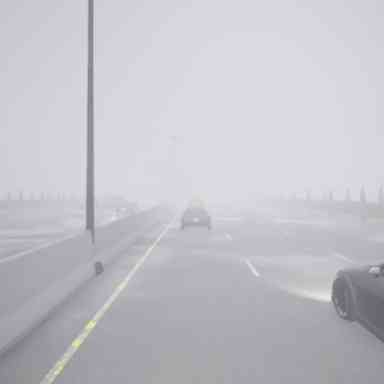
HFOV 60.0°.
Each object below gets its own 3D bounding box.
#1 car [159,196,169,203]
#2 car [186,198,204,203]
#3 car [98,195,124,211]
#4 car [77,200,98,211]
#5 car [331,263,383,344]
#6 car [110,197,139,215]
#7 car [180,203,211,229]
[{"bbox_3d":[-6.425,1.671,76.319,2.097,1.767,4.553,0,0,0],"label":"car"},{"bbox_3d":[0.395,1.527,39.937,2.097,1.767,4.553,0,0,0],"label":"car"},{"bbox_3d":[-10.250,1.408,44.247,2.150,2.045,5.566,0,-1,1],"label":"car"},{"bbox_3d":[-13.743,1.732,44.881,2.033,1.411,5.357,0,0,1],"label":"car"},{"bbox_3d":[3.640,1.588,4.683,1.994,1.385,4.181,0,0,0],"label":"car"},{"bbox_3d":[-6.832,1.642,35.555,2.128,1.511,4.902,0,0,0],"label":"car"},{"bbox_3d":[0.260,1.662,22.320,1.994,1.385,4.181,0,0,0],"label":"car"}]
